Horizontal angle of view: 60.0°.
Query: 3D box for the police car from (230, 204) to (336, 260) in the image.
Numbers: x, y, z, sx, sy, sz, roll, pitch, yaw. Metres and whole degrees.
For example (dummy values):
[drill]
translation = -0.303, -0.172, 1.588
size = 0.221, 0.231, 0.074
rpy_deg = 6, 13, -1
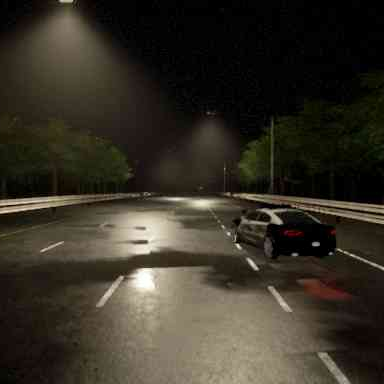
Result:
[police car]
translation = 2.900, 1.250, 11.914
size = 1.930, 1.638, 5.238
rpy_deg = 1, 0, -13
